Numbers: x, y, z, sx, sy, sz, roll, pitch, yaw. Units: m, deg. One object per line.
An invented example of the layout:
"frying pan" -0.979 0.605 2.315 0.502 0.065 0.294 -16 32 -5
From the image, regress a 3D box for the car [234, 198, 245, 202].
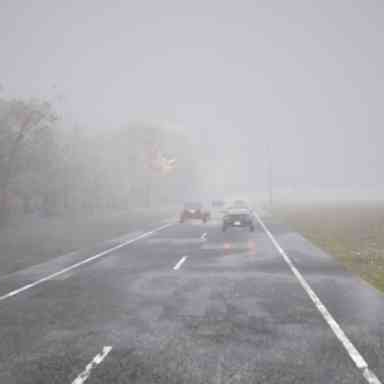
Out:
"car" 8.185 1.712 57.780 1.812 1.442 4.674 -2 -1 8

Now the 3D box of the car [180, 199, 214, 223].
"car" 0.345 1.566 27.905 2.097 1.767 4.553 -2 -1 8

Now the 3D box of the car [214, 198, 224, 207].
"car" 4.442 1.776 56.329 1.882 1.535 5.008 -2 0 8

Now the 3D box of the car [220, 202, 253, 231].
"car" 2.914 1.602 21.160 1.812 1.442 4.674 -2 0 8
